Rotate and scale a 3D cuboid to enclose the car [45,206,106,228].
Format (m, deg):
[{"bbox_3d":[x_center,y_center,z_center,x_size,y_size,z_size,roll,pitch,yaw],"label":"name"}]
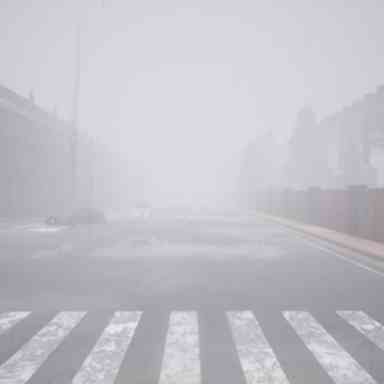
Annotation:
[{"bbox_3d":[-7.997,1.673,23.219,1.994,1.385,4.181,1,0,30],"label":"car"}]

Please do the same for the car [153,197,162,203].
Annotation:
[{"bbox_3d":[-7.859,1.846,75.812,1.812,1.442,4.674,0,0,-1],"label":"car"}]

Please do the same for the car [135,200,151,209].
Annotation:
[{"bbox_3d":[-7.322,1.820,49.584,1.895,1.301,4.718,0,0,-1],"label":"car"}]
